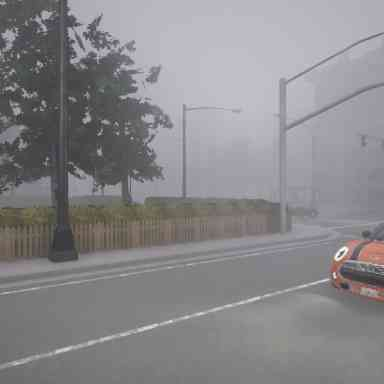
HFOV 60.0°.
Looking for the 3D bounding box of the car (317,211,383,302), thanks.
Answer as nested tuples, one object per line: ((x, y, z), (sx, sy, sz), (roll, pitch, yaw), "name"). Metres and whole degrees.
((5.262, 1.352, 7.727), (4.553, 1.767, 2.097), (0, 0, -35), "car")

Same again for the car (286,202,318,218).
((8.953, 1.601, 29.941), (1.895, 1.301, 4.718), (0, 0, -35), "car")

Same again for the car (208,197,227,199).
((3.309, 1.352, 38.051), (2.097, 1.767, 4.553), (0, 0, -35), "car")
